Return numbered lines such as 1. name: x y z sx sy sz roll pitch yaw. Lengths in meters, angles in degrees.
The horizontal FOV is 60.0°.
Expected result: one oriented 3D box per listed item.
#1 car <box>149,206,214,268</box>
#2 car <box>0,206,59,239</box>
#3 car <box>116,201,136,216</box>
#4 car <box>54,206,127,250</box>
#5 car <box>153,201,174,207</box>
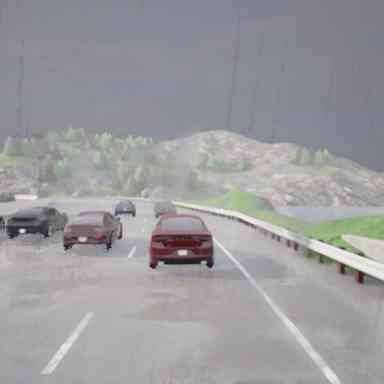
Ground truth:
1. car: -0.398 1.472 11.366 1.882 1.535 5.008 0 0 -3
2. car: -7.914 1.512 17.493 1.837 1.490 4.892 0 0 -5
3. car: -6.507 1.560 32.586 1.994 1.385 4.181 0 0 -10
4. car: -4.115 1.527 14.249 1.812 1.442 4.674 0 0 -5
5. car: -2.463 1.536 29.946 2.033 1.411 5.357 0 0 -9
